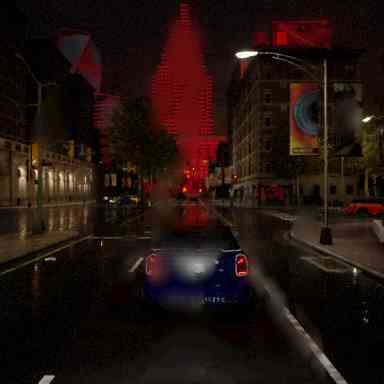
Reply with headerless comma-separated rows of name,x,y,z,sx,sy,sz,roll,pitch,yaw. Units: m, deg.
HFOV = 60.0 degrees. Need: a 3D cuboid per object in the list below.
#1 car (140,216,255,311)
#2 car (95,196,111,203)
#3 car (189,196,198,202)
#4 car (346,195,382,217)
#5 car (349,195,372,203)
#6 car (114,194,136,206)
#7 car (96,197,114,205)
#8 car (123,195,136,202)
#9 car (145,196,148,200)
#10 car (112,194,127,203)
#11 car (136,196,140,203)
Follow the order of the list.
car,0.105,1.352,7.923,2.097,1.767,4.553,0,0,0
car,-17.980,1.595,67.444,1.895,1.301,4.718,0,0,0
car,0.315,1.540,78.588,2.033,1.411,5.357,0,0,0
car,16.745,1.351,30.462,4.553,1.767,2.097,0,0,0
car,34.720,1.481,68.626,2.231,1.521,4.892,0,0,0
car,-11.356,1.526,56.764,1.812,1.442,4.674,0,0,0
car,-14.846,1.547,57.940,2.033,1.411,5.357,0,0,1
car,-14.686,1.525,78.451,2.128,1.511,4.902,0,0,0
car,-11.197,1.553,75.785,1.994,1.385,4.181,0,0,0
car,-14.729,1.352,68.050,2.097,1.767,4.553,0,0,0
car,-11.266,1.478,65.912,1.882,1.535,5.008,0,0,1
